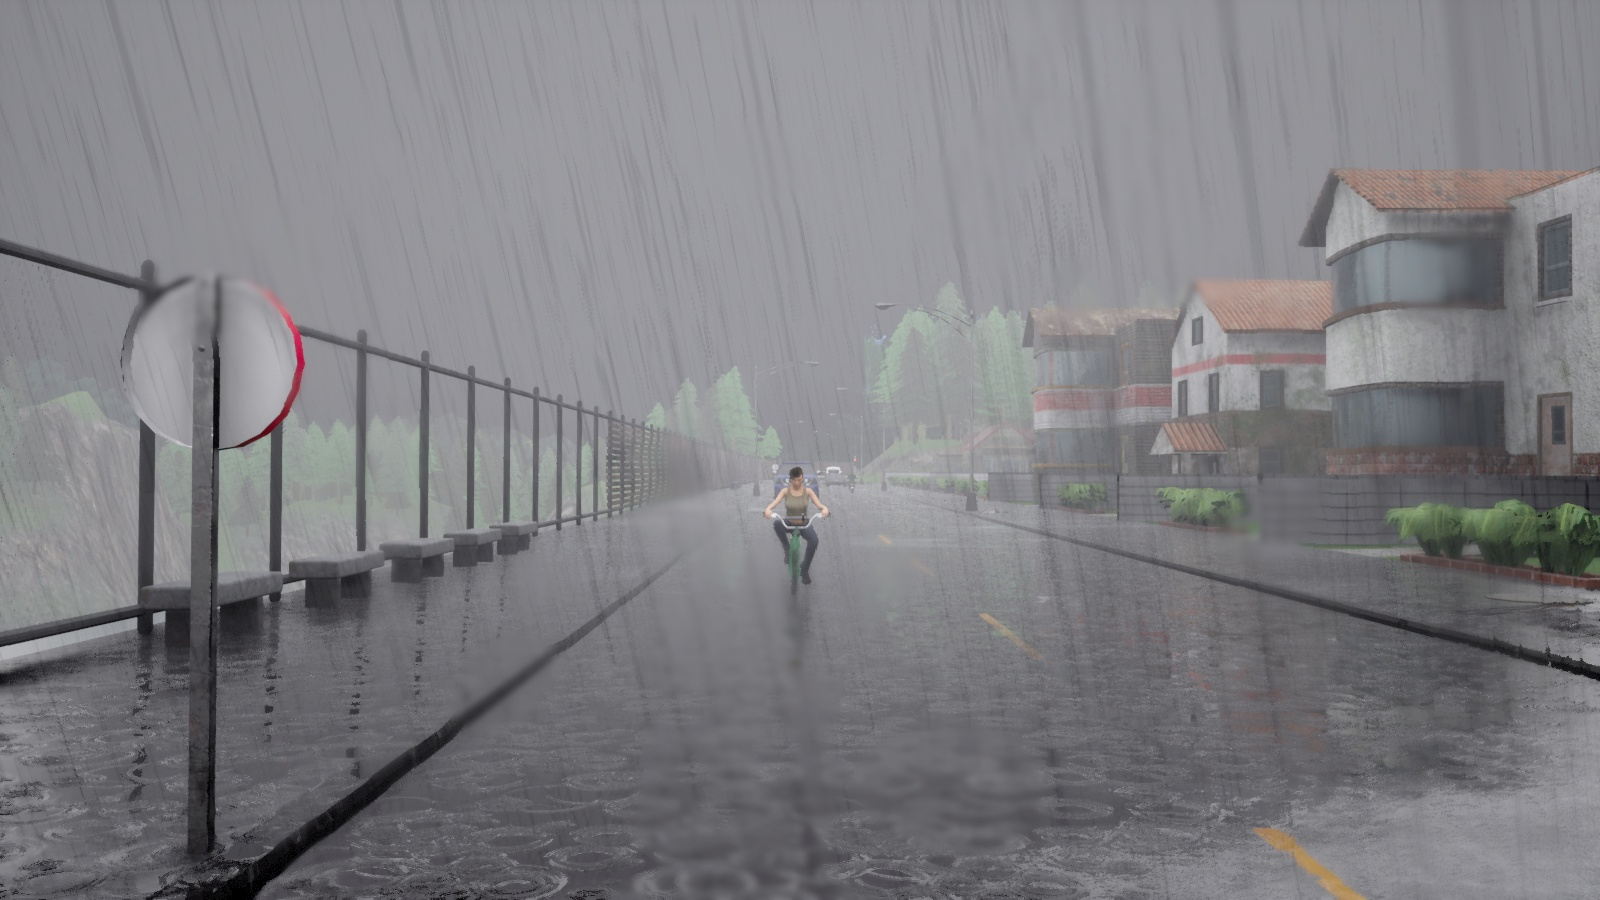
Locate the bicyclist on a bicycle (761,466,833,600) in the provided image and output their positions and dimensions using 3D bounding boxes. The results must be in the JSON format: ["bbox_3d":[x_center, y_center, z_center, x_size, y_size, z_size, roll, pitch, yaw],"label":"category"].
[{"bbox_3d":[-0.034,1.018,15.915,0.866,1.612,1.509,0,-1,0],"label":"bicyclist on a bicycle"}]

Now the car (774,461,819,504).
[{"bbox_3d":[-0.154,1.588,62.930,2.150,2.045,5.566,0,-1,0],"label":"car"}]
